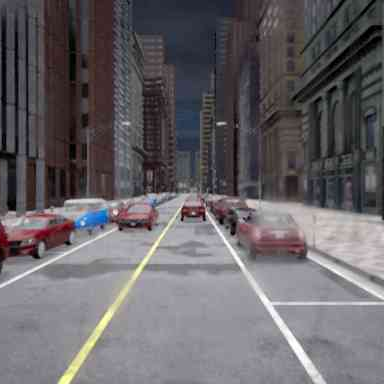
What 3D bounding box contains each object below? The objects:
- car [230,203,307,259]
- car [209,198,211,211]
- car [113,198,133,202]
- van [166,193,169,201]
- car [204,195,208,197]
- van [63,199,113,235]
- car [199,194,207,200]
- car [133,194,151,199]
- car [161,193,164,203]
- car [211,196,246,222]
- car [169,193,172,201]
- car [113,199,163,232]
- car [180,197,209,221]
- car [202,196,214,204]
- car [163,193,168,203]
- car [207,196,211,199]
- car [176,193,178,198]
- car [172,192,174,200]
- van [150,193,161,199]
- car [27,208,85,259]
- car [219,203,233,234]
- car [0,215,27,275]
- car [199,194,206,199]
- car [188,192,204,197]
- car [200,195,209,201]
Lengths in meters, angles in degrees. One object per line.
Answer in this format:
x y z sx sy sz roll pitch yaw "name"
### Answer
2.758 1.396 12.402 1.967 1.590 4.097 0 0 0 "car"
2.756 1.441 29.312 1.887 1.381 4.507 0 0 0 "car"
-5.768 1.356 23.665 1.967 1.590 4.097 0 0 0 "car"
-5.774 1.124 63.121 1.690 1.788 3.998 0 0 0 "van"
2.753 1.278 46.219 1.967 1.590 4.097 0 0 0 "car"
-5.768 1.277 18.028 1.690 1.788 3.998 0 0 0 "van"
2.748 1.296 85.675 1.802 1.307 4.206 0 0 0 "car"
-5.770 1.317 34.938 1.967 1.590 4.097 0 0 0 "car"
-5.772 1.345 51.678 1.752 1.417 4.829 0 0 0 "car"
2.756 1.231 23.675 2.192 1.841 5.009 0 0 0 "car"
-5.775 1.206 68.757 1.967 1.590 4.097 0 0 0 "car"
-3.096 1.407 19.953 1.882 1.535 5.008 0 0 0 "car"
0.097 1.383 26.627 1.882 1.535 5.008 0 0 0 "car"
2.752 1.366 57.493 1.947 1.339 4.313 0 0 0 "car"
-5.773 1.351 57.484 2.008 1.369 4.403 0 0 0 "car"
2.756 1.443 34.948 1.947 1.339 4.313 0 0 0 "car"
-5.778 1.249 91.304 2.008 1.369 4.403 0 0 0 "car"
-5.776 1.064 74.394 2.192 1.841 5.009 0 0 0 "car"
-5.772 1.179 46.211 1.690 1.788 3.998 0 0 0 "van"
-5.767 1.501 12.392 1.887 1.381 4.507 0 0 0 "car"
2.758 1.502 18.039 1.947 1.339 4.313 0 0 0 "car"
-5.767 1.291 6.754 2.192 1.841 5.009 0 0 0 "car"
2.748 1.280 91.311 1.802 1.307 4.206 0 0 0 "car"
0.095 1.197 43.744 2.097 1.767 4.553 0 0 0 "car"
2.750 1.331 74.402 1.802 1.307 4.206 0 0 0 "car"
